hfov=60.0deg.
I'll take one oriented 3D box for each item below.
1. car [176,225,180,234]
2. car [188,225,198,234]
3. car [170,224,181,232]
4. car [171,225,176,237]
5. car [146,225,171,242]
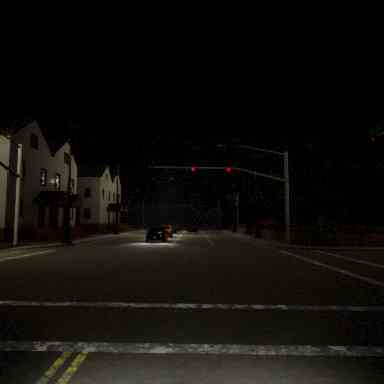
[{"bbox_3d":[-3.438,6.055,53.135,1.994,1.385,4.181,0,-5,0],"label":"car"},{"bbox_3d":[0.161,6.477,57.862,2.033,1.411,5.357,0,-5,0],"label":"car"},{"bbox_3d":[-3.311,7.385,68.134,2.033,1.411,5.357,0,-5,0],"label":"car"},{"bbox_3d":[-3.477,5.074,43.170,1.882,1.535,5.008,0,-5,0],"label":"car"},{"bbox_3d":[-3.503,4.248,33.647,1.837,1.490,4.892,0,-5,0],"label":"car"}]
